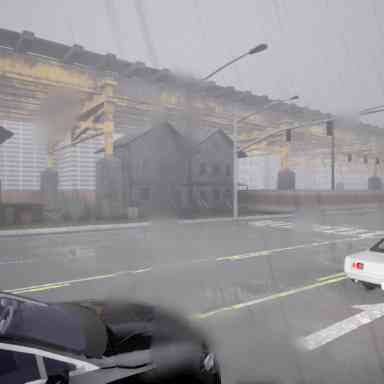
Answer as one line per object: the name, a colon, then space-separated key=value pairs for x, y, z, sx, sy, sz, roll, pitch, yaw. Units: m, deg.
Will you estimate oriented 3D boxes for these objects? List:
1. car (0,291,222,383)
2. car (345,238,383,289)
car: x=-1.951 y=1.492 z=2.354 sx=4.902 sy=1.511 sz=2.128 roll=0 pitch=0 yaw=-35
car: x=5.733 y=1.601 z=7.858 sx=4.718 sy=1.301 sz=1.895 roll=0 pitch=0 yaw=-35
